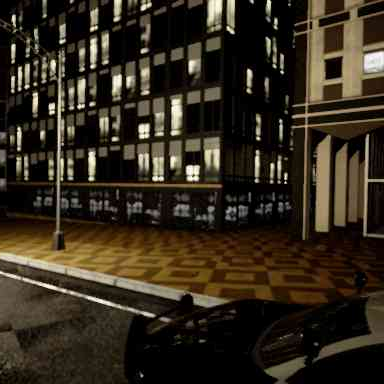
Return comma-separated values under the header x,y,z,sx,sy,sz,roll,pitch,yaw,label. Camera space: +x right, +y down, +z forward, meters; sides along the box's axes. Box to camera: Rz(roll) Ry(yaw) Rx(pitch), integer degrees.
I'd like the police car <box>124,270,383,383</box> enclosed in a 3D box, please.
x,y,z,sx,sy,sz,roll,pitch,yaw,label
1.650,1.425,2.385,5.238,1.638,1.930,0,0,36,police car
